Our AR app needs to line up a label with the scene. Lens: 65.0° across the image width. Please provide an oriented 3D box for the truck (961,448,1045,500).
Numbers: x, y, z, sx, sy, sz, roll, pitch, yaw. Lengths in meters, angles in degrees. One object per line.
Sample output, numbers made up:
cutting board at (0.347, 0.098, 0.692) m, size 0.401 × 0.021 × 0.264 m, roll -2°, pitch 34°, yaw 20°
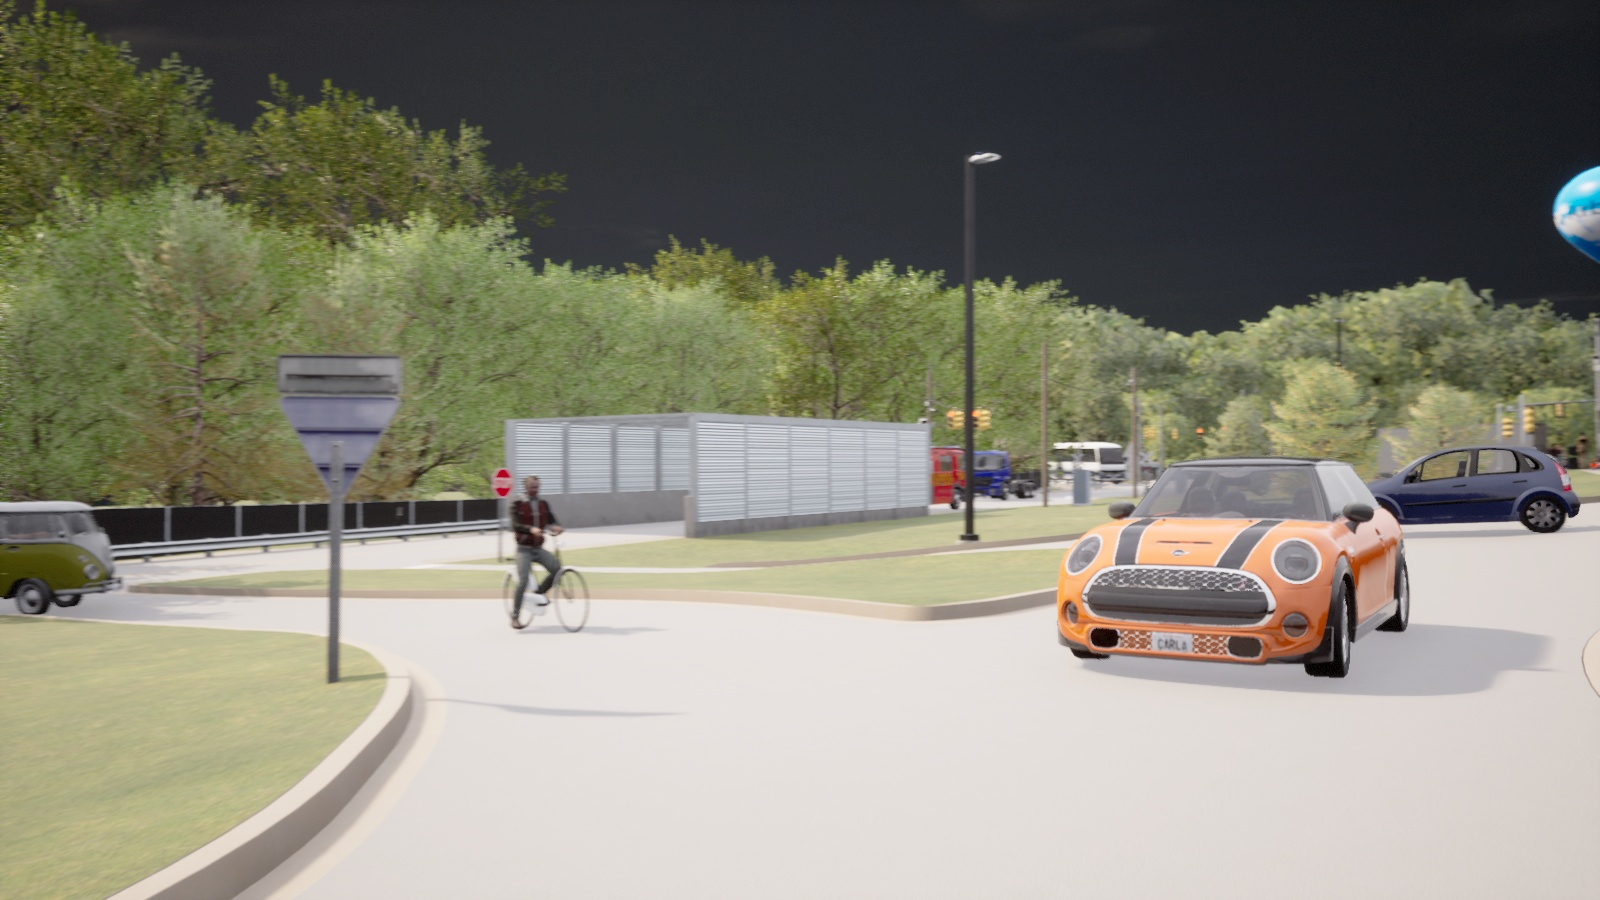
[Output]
truck at (14.270, 1.597, 87.757) m, size 2.891 × 3.462 × 7.936 m, roll -2°, pitch -1°, yaw 32°

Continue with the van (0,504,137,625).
van at (-14.483, 2.037, 22.301) m, size 4.442 × 1.987 × 1.775 m, roll -1°, pitch -1°, yaw -10°

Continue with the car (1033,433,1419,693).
car at (3.935, 0.802, 11.004) m, size 2.097 × 1.767 × 4.553 m, roll -2°, pitch -1°, yaw 33°

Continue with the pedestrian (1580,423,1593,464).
pedestrian at (37.415, -0.300, 59.755) m, size 0.396 × 1.930 × 0.692 m, roll -1°, pitch -2°, yaw 25°

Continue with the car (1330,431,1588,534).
car at (12.132, 0.615, 23.304) m, size 3.988 × 1.617 × 1.851 m, roll -4°, pitch -2°, yaw 27°

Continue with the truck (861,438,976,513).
truck at (6.569, 1.345, 68.345) m, size 2.891 × 3.827 × 8.468 m, roll -1°, pitch -1°, yaw 30°

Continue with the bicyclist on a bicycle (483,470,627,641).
bicyclist on a bicycle at (-2.774, 1.174, 14.073) m, size 0.659 × 1.776 × 1.843 m, roll -1°, pitch -4°, yaw -41°
